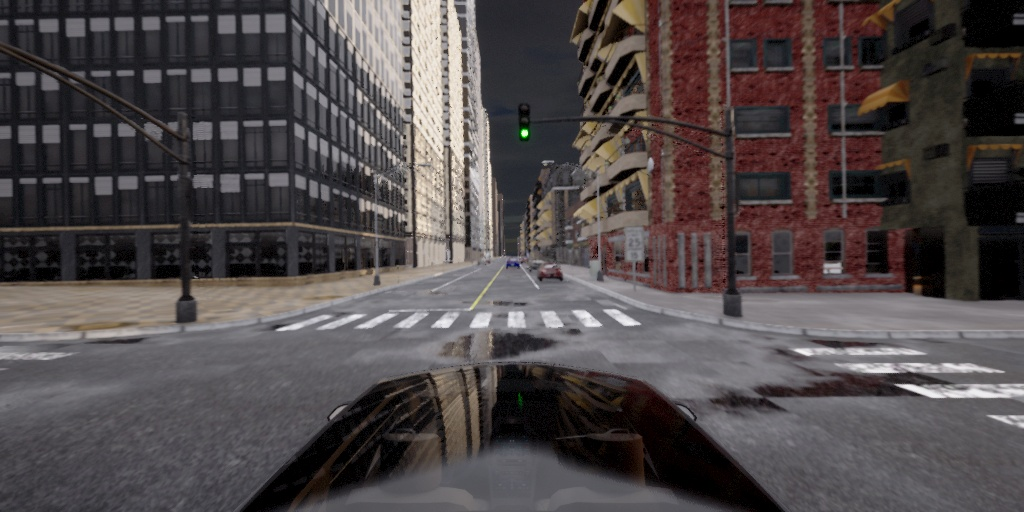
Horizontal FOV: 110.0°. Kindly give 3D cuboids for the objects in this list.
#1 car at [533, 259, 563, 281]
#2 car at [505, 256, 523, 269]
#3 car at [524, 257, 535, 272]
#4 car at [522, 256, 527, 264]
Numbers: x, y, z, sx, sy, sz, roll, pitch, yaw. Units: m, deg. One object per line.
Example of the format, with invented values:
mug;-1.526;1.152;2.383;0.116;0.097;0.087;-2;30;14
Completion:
car;2.752;1.128;26.528;1.802;1.307;4.207;0;0;0
car;0.112;0.968;49.875;1.882;1.535;5.008;-1;0;0
car;2.710;1.037;39.445;2.007;1.370;4.403;0;0;0
car;2.714;1.011;45.093;2.007;1.370;4.403;0;0;0
